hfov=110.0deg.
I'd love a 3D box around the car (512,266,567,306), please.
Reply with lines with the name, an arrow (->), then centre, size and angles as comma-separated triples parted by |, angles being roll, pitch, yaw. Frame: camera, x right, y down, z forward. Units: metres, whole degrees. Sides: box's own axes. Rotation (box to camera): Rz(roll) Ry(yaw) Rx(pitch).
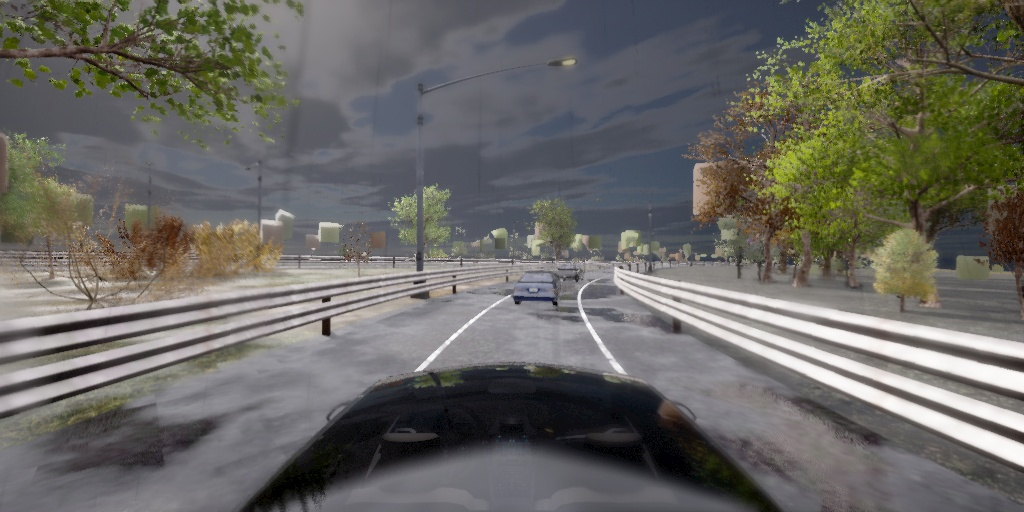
car -> 1.242, 1.354, 16.097 | 2.033, 1.411, 5.357 | 0, 0, 10

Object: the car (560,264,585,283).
car -> 4.943, 1.418, 30.309 | 2.128, 1.511, 4.902 | 0, -1, 19
